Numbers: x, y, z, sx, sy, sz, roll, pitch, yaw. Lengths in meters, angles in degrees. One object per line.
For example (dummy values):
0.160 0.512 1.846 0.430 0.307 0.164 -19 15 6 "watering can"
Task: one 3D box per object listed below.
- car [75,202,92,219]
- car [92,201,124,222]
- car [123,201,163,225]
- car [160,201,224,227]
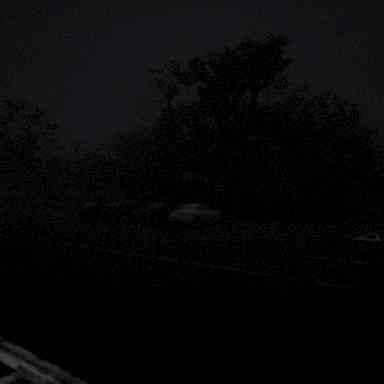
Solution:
-7.549 1.463 27.921 2.002 1.452 4.674 0 0 36 "car"
-4.884 1.429 26.015 2.231 1.521 4.892 0 0 36 "car"
-2.214 1.433 24.123 2.097 1.535 5.008 0 0 36 "car"
0.344 1.478 22.287 2.002 1.452 4.674 0 0 36 "car"
